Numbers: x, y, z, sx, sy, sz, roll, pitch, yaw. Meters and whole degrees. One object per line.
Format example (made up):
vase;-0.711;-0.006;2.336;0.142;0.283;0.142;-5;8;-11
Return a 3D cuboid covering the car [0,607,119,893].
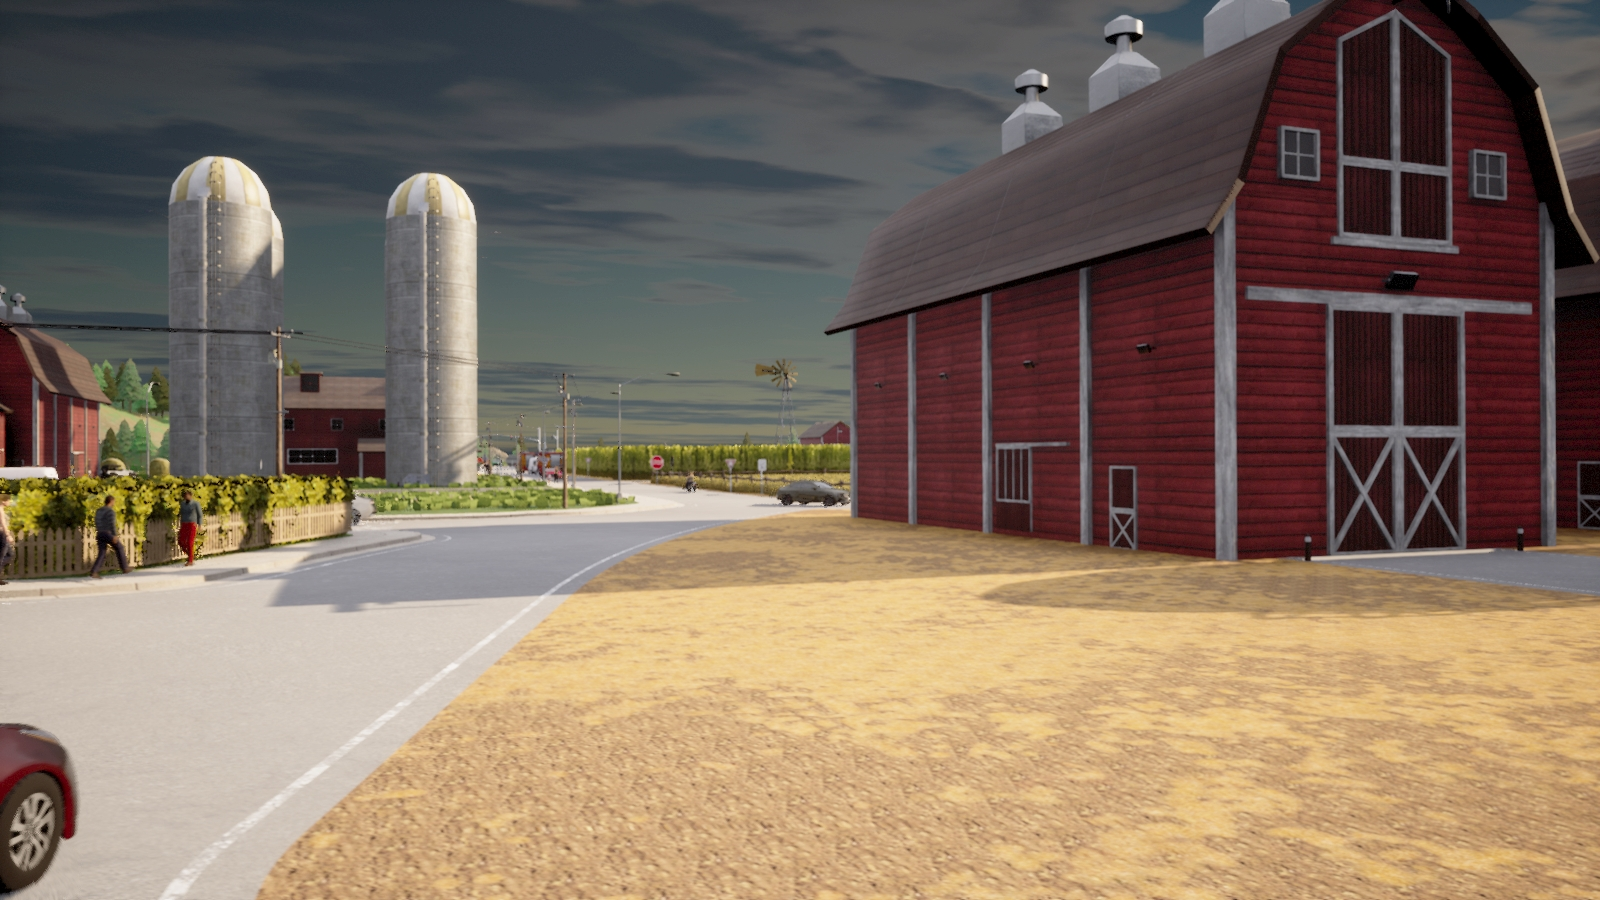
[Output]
car;-5.707;1.858;5.732;2.007;1.525;4.514;0;0;-2

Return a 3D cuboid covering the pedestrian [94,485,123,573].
pedestrian;-14.746;1.675;24.362;0.375;1.860;0.375;0;0;20

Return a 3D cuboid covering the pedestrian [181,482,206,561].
pedestrian;-14.556;1.705;27.425;0.375;1.860;0.375;0;0;10

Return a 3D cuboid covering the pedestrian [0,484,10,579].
pedestrian;-15.978;1.616;22.697;0.375;1.860;0.375;0;0;39

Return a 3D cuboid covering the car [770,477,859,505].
car;0.813;2.303;64.545;4.674;1.442;2.002;0;0;33
